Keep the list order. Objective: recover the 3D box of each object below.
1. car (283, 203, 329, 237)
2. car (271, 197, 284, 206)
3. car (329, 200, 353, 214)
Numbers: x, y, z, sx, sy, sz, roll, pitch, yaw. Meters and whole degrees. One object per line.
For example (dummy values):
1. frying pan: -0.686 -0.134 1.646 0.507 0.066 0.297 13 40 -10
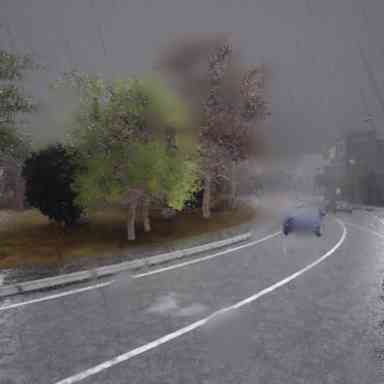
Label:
1. car: 6.554 1.583 19.111 1.882 1.535 5.008 -1 0 25
2. car: 14.995 1.644 58.452 1.882 1.535 5.008 -1 0 8
3. car: 15.629 1.577 35.639 2.033 1.411 5.357 -1 0 10
